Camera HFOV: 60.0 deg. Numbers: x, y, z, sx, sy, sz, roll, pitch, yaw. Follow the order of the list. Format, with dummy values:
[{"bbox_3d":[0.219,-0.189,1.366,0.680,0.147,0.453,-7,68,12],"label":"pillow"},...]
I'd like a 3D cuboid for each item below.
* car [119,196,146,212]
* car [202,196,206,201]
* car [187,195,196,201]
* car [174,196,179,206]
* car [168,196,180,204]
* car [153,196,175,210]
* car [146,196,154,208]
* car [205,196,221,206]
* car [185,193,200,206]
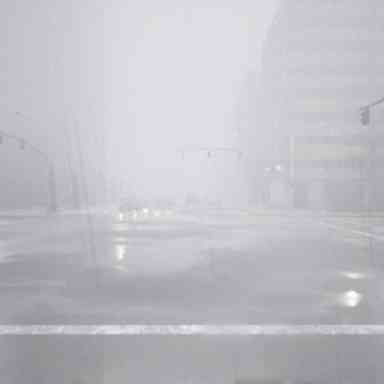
[{"bbox_3d":[-7.116,1.338,38.940,2.097,1.767,4.553,0,0,0],"label":"car"},{"bbox_3d":[3.445,1.566,80.664,1.895,1.301,4.718,0,0,0],"label":"car"},{"bbox_3d":[-0.055,1.511,80.861,2.033,1.411,5.357,0,0,0],"label":"car"},{"bbox_3d":[-3.608,1.459,52.859,1.882,1.535,5.008,0,0,0],"label":"car"},{"bbox_3d":[-3.569,1.540,66.576,1.994,1.385,4.181,0,0,1],"label":"car"},{"bbox_3d":[-3.608,1.585,43.612,1.895,1.301,4.718,0,0,0],"label":"car"},{"bbox_3d":[-7.121,1.584,47.998,1.895,1.301,4.718,0,0,0],"label":"car"},{"bbox_3d":[3.563,1.581,53.579,1.895,1.301,4.718,0,0,0],"label":"car"},{"bbox_3d":[0.063,1.202,54.261,2.150,2.045,5.566,0,0,0],"label":"car"}]
